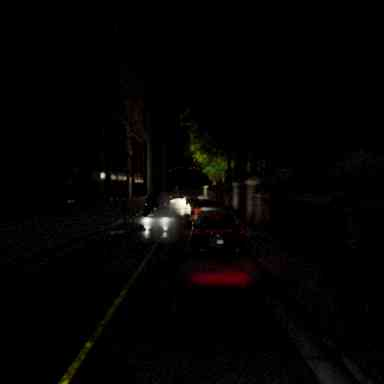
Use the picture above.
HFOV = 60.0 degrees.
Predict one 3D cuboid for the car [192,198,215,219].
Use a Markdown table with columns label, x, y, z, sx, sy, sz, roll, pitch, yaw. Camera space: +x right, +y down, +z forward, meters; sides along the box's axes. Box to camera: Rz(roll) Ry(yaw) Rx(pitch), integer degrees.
| label | x | y | z | sx | sy | sz | roll | pitch | yaw |
| --- | --- | --- | --- | --- | --- | --- | --- | --- | --- |
| car | 0.897 | 1.366 | 29.083 | 1.837 | 1.490 | 4.892 | 0 | 0 | 0 |

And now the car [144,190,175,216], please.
| label | x | y | z | sx | sy | sz | roll | pitch | yaw |
| --- | --- | --- | --- | --- | --- | --- | --- | --- | --- |
| car | -3.100 | 1.071 | 30.921 | 2.150 | 2.045 | 5.566 | 0 | 0 | 0 |

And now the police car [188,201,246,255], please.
| label | x | y | z | sx | sy | sz | roll | pitch | yaw |
| --- | --- | --- | --- | --- | --- | --- | --- | --- | --- |
| police car | 0.898 | 1.373 | 13.192 | 1.930 | 1.638 | 5.238 | 0 | 0 | 0 |

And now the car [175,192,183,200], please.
| label | x | y | z | sx | sy | sz | roll | pitch | yaw |
| --- | --- | --- | --- | --- | --- | --- | --- | --- | --- |
| car | -3.007 | 0.746 | 72.182 | 2.097 | 1.767 | 4.553 | 0 | 1 | 0 |

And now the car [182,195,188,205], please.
| label | x | y | z | sx | sy | sz | roll | pitch | yaw |
| --- | --- | --- | --- | --- | --- | --- | --- | --- | --- |
| car | -0.004 | 1.191 | 50.126 | 2.128 | 1.511 | 4.902 | 0 | 1 | 0 |

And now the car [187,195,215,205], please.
| label | x | y | z | sx | sy | sz | roll | pitch | yaw |
| --- | --- | --- | --- | --- | --- | --- | --- | --- | --- |
| car | 0.897 | 1.248 | 23.052 | 2.097 | 1.767 | 4.553 | 0 | 0 | 0 |
